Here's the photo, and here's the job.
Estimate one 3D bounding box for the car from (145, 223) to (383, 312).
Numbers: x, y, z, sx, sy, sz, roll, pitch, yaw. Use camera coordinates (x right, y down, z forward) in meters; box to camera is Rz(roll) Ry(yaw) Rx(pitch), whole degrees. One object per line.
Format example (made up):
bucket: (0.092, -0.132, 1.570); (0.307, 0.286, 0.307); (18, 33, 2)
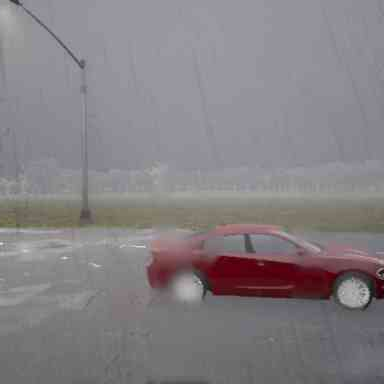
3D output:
car: (1.503, 1.442, 7.229); (5.008, 1.535, 1.882); (-1, 1, 9)
